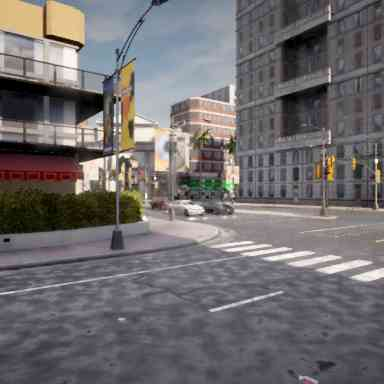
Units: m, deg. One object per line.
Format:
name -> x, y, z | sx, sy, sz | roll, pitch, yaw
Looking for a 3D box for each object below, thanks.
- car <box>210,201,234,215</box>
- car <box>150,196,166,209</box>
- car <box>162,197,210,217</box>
car -> 2.381, 1.563, 33.812 | 1.994, 1.385, 4.181 | 0, 0, -35
car -> -3.491, 1.351, 42.181 | 2.097, 1.767, 4.553 | 0, 0, -35
car -> -0.688, 1.525, 32.090 | 1.812, 1.442, 4.674 | 0, 0, -35
